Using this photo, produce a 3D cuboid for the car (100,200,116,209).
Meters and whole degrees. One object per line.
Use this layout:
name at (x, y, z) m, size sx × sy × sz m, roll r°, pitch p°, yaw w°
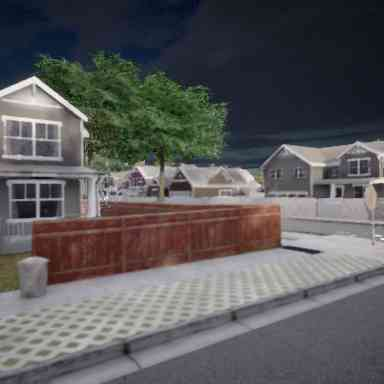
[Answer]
car at (-11.224, 1.694, 44.071) m, size 1.895 × 1.301 × 4.718 m, roll -1°, pitch 0°, yaw -35°
